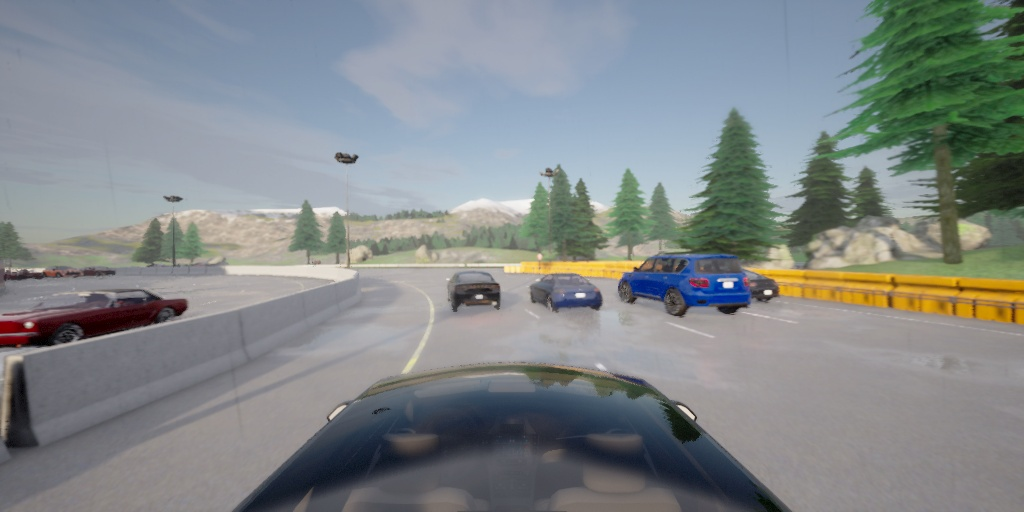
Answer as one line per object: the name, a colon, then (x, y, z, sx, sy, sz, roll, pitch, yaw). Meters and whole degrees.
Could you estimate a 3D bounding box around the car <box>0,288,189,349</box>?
car: (-11.347, 1.579, 9.623, 1.895, 1.301, 4.718, -1, -1, -10)

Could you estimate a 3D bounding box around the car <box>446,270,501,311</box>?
car: (-1.749, 1.346, 15.420, 1.882, 1.535, 5.008, -1, 0, -13)

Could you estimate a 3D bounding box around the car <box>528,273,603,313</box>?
car: (2.016, 1.365, 14.606, 1.994, 1.385, 4.181, -1, 0, -12)

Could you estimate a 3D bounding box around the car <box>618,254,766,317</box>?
car: (6.020, 0.952, 13.323, 2.150, 2.045, 5.566, -1, 0, -9)

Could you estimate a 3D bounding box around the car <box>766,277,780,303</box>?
car: (9.122, 1.203, 15.626, 1.812, 1.442, 4.674, -1, 0, -11)
